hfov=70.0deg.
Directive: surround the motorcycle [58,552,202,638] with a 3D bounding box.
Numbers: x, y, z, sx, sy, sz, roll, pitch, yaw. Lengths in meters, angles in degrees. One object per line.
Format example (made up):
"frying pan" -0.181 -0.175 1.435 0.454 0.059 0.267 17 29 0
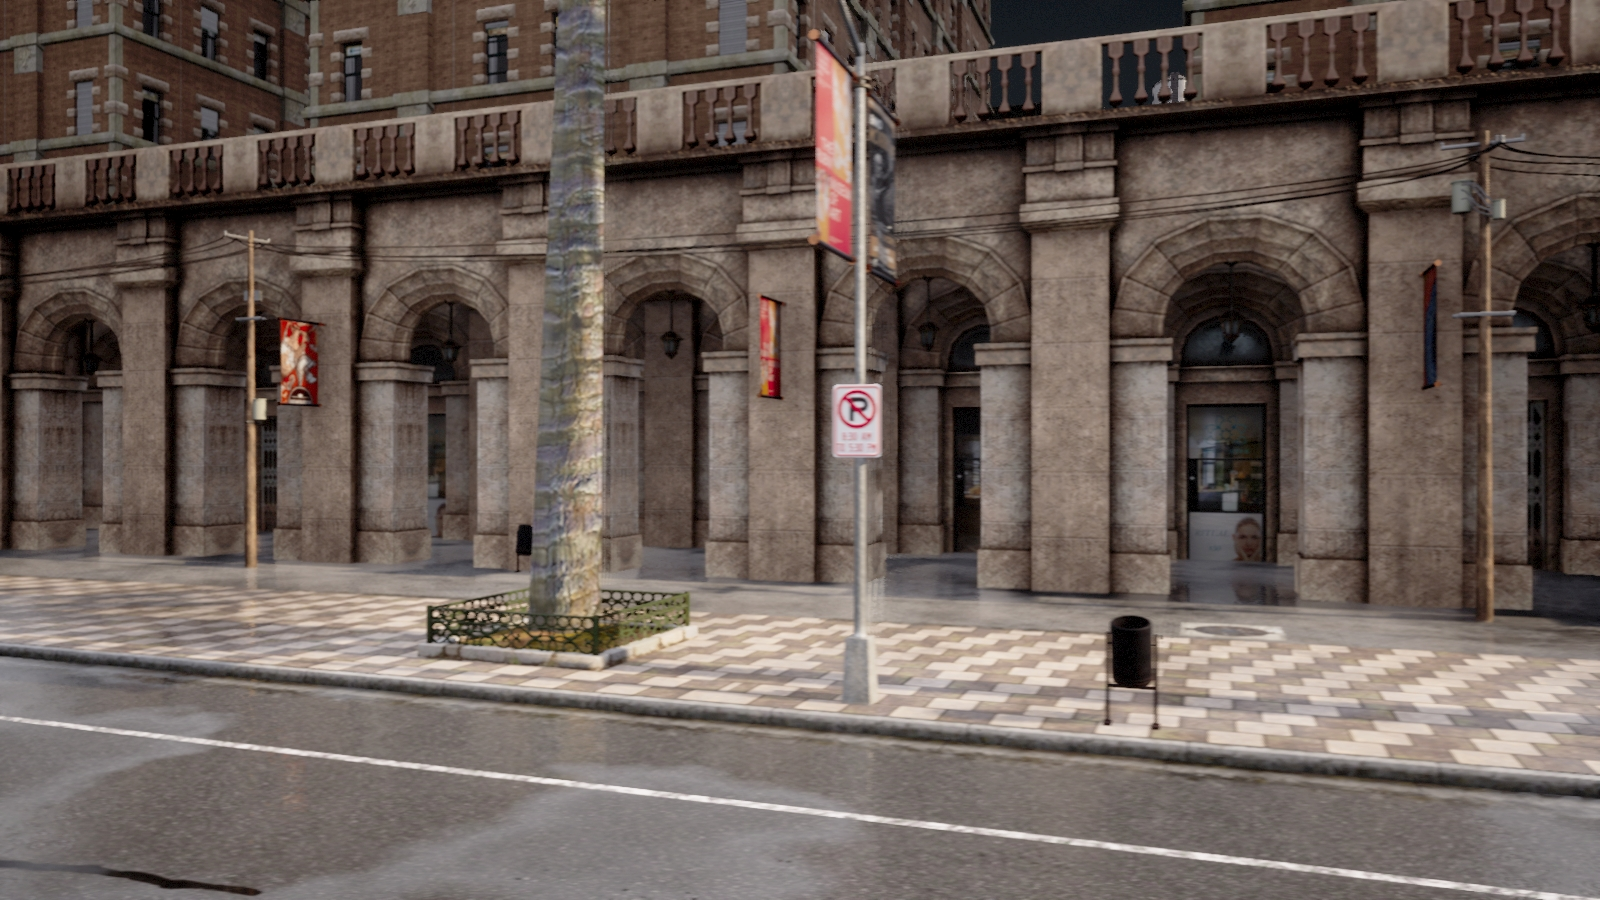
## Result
"motorcycle" -10.323 2.210 17.618 2.033 1.145 0.803 0 0 20
